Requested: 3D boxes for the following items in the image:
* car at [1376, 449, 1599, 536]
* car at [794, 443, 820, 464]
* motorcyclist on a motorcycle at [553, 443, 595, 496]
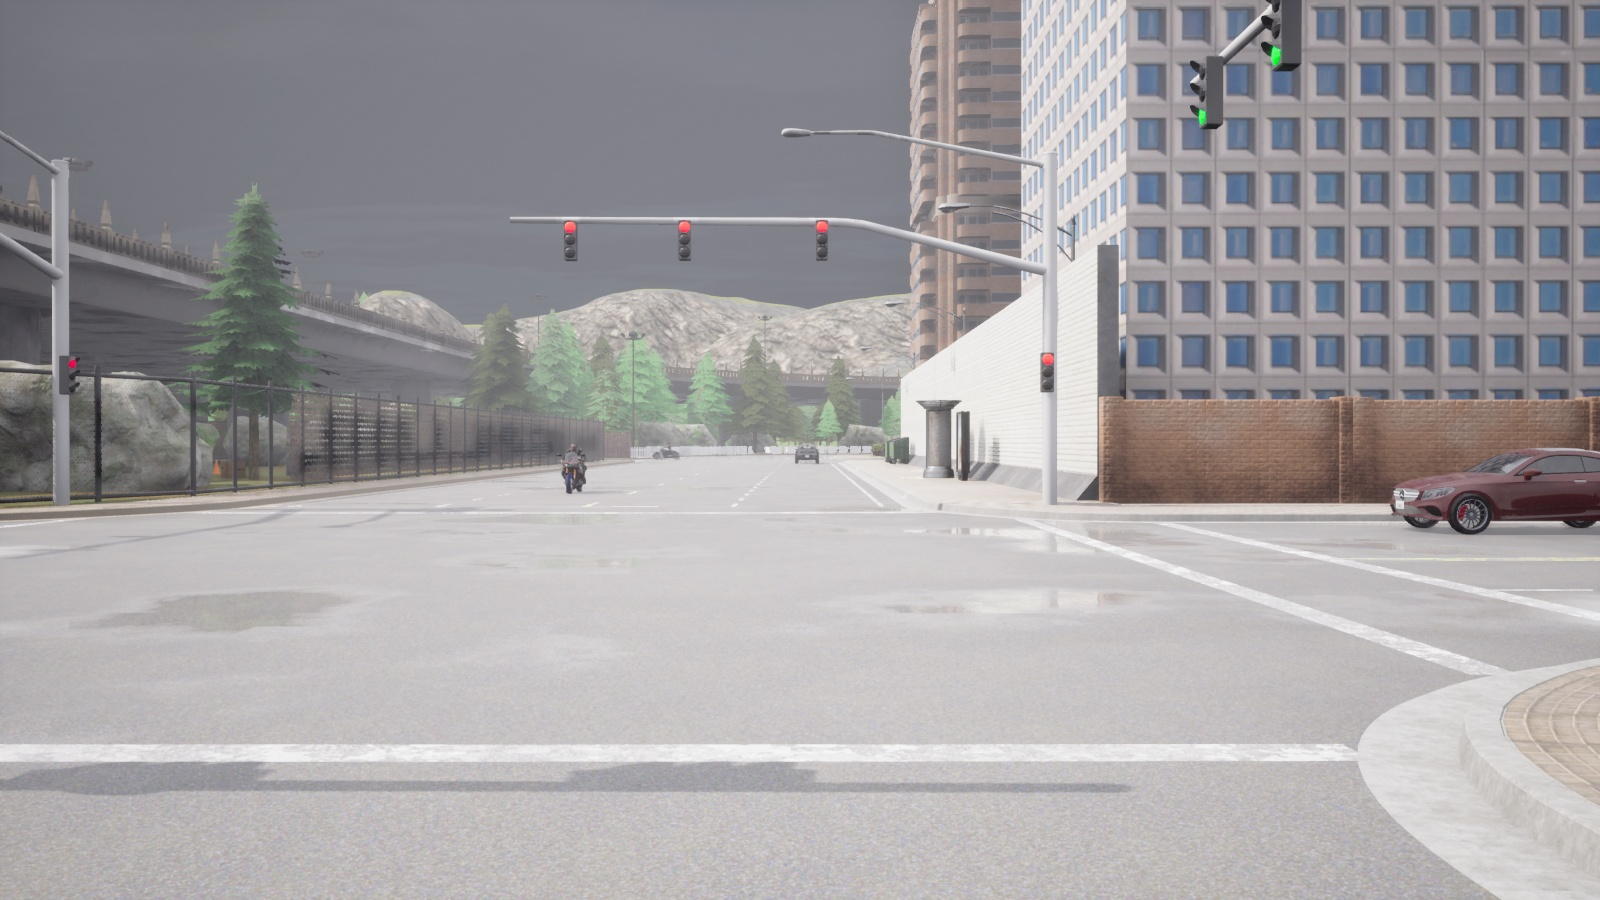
[{"bbox_3d":[12.785,0.714,21.879,4.674,1.442,1.812,0,0,0],"label":"car"},{"bbox_3d":[0.512,0.246,91.154,1.816,1.474,4.193,0,0,0],"label":"car"},{"bbox_3d":[-6.779,0.563,37.779,0.866,1.530,2.191,0,0,0],"label":"motorcyclist on a motorcycle"}]
